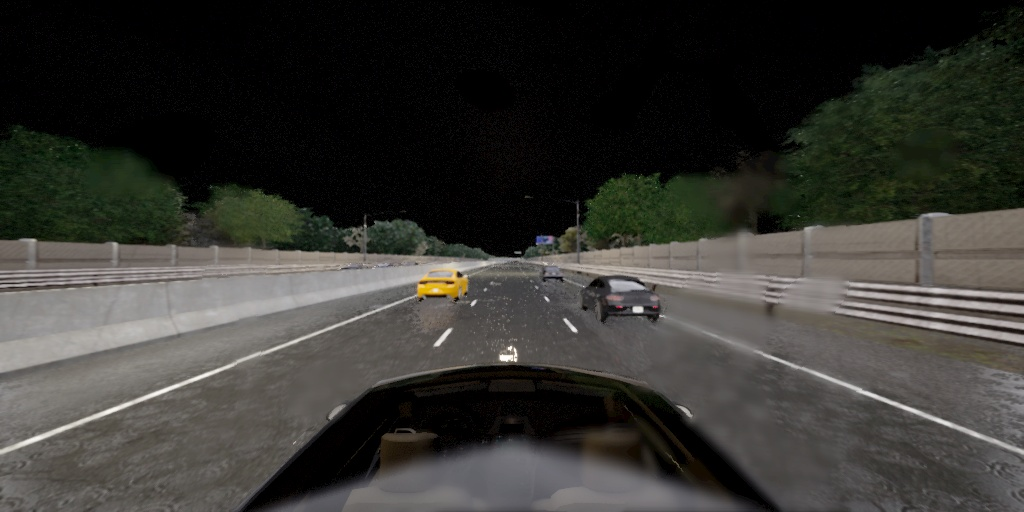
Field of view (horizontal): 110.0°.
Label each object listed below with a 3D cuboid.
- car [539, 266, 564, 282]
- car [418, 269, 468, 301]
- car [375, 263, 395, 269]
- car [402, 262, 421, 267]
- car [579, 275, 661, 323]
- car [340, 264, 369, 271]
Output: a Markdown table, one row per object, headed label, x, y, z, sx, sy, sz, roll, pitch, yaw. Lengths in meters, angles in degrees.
| label | x | y | z | sx | sy | sz | roll | pitch | yaw |
| --- | --- | --- | --- | --- | --- | --- | --- | --- | --- |
| car | 3.607 | 1.616 | 33.317 | 2.033 | 1.411 | 5.357 | 0 | -1 | 0 |
| car | -3.397 | 1.396 | 18.419 | 1.882 | 1.535 | 5.008 | 0 | -1 | 0 |
| car | -17.547 | 1.760 | 49.828 | 1.812 | 1.442 | 4.674 | 0 | -1 | 0 |
| car | -14.050 | 1.587 | 49.820 | 2.097 | 1.767 | 4.553 | 0 | -1 | 0 |
| car | 3.602 | 1.385 | 12.543 | 1.812 | 1.442 | 4.674 | 0 | -1 | 0 |
| car | -21.047 | 1.766 | 48.244 | 2.033 | 1.411 | 5.357 | 0 | -1 | 1 |
